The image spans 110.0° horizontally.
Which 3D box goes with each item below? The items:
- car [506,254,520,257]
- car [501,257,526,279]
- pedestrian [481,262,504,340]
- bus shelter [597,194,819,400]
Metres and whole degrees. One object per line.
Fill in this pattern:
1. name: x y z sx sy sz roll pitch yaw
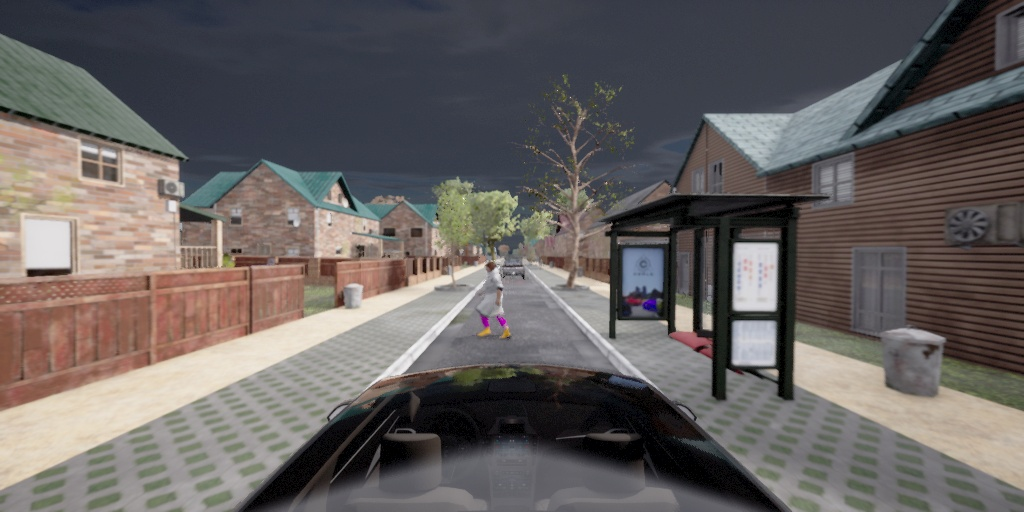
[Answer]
1. car: 0.156 0.758 44.944 2.150 2.045 5.566 0 0 0
2. car: 0.127 1.093 29.604 2.128 1.511 4.902 0 0 0
3. pedestrian: -0.454 1.006 8.371 0.375 1.860 0.375 -1 1 0
4. bus shelter: 3.016 0.597 6.620 1.920 2.740 3.880 0 0 0
